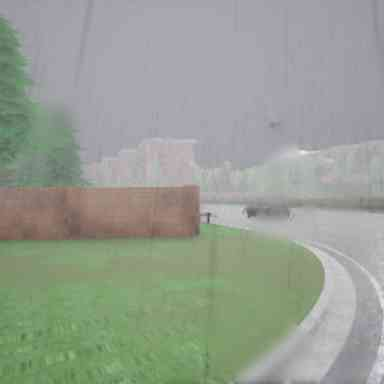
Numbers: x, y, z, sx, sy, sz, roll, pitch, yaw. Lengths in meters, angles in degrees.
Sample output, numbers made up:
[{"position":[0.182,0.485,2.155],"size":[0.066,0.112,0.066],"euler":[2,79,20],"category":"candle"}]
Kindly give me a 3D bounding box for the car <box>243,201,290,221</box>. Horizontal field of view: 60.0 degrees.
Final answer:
[{"position":[5.959,1.514,27.154],"size":[1.837,1.490,4.892],"euler":[1,-1,-21],"category":"car"}]
